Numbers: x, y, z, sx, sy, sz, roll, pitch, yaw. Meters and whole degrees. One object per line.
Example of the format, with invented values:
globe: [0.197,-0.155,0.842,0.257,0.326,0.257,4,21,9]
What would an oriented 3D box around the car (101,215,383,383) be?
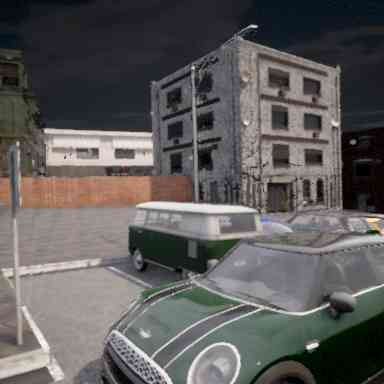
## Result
car: [1.234,1.369,4.254,4.553,1.767,2.097,0,0,-35]

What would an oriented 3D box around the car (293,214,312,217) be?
car: [2.105,1.559,10.511,2.097,1.535,5.008,1,-1,-35]

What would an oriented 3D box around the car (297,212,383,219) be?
car: [4.399,1.499,12.102,2.185,1.767,4.553,2,-1,-35]

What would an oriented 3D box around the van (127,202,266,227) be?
van: [-0.216,1.286,8.993,1.878,1.987,4.442,1,0,-35]
